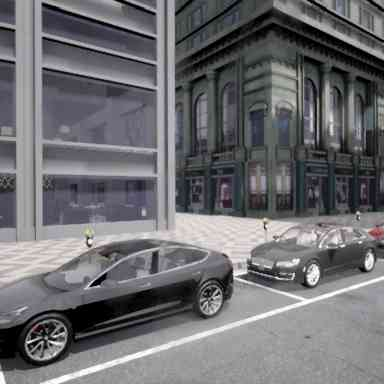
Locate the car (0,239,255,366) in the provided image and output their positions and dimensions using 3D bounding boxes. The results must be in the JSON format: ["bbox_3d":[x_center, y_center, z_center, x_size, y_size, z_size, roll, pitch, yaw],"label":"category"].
[{"bbox_3d":[-1.178,1.565,5.817,4.313,1.339,1.947,0,0,-36],"label":"car"}]

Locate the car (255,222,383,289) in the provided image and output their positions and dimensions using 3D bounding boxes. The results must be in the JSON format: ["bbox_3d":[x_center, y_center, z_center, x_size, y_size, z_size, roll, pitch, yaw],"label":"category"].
[{"bbox_3d":[3.403,1.550,9.101,4.403,1.369,2.008,0,0,-36],"label":"car"}]
